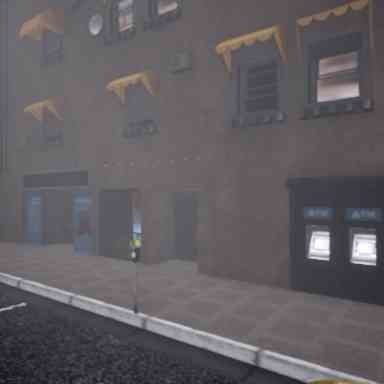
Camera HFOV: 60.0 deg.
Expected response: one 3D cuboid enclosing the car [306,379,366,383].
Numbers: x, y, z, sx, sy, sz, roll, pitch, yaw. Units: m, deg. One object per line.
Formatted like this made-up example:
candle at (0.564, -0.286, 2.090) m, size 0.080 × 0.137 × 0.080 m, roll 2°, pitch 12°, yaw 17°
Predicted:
car at (2.393, 1.526, 1.020) m, size 4.829 × 1.417 × 1.752 m, roll 0°, pitch 0°, yaw 35°
